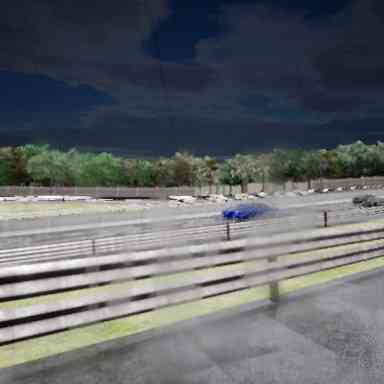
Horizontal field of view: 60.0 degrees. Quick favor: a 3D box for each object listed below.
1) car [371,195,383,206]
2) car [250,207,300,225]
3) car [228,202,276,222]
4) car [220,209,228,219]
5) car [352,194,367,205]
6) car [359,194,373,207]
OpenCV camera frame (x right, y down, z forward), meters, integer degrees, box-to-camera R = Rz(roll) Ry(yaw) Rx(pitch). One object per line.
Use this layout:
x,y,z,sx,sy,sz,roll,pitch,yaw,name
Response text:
25.171,1.398,41.298,4.902,1.511,2.128,-4,2,-24,car
8.744,2.610,33.953,4.718,1.301,1.895,-4,2,-24,car
7.303,2.188,37.139,5.566,2.045,2.150,-4,2,-24,car
5.860,2.445,40.330,5.008,1.535,1.882,-4,2,-24,car
25.954,1.096,49.316,4.892,1.490,1.837,-4,2,-24,car
25.591,1.353,45.321,4.718,1.301,1.895,-4,2,-24,car
